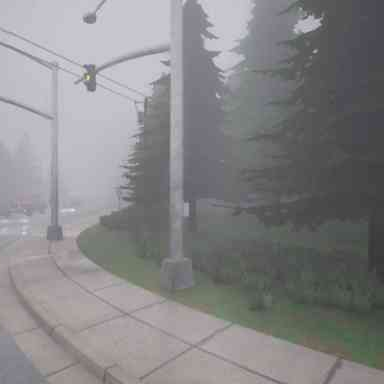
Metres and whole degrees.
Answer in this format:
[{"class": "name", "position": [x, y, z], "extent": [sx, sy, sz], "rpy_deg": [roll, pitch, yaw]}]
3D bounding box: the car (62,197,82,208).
[{"class": "car", "position": [-17.128, 1.515, 47.640], "extent": [2.128, 1.511, 4.902], "rpy_deg": [0, 0, -5]}]

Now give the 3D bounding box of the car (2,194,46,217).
[{"class": "car", "position": [-15.694, 1.242, 31.466], "extent": [2.150, 2.045, 5.566], "rpy_deg": [0, 0, -5]}]
